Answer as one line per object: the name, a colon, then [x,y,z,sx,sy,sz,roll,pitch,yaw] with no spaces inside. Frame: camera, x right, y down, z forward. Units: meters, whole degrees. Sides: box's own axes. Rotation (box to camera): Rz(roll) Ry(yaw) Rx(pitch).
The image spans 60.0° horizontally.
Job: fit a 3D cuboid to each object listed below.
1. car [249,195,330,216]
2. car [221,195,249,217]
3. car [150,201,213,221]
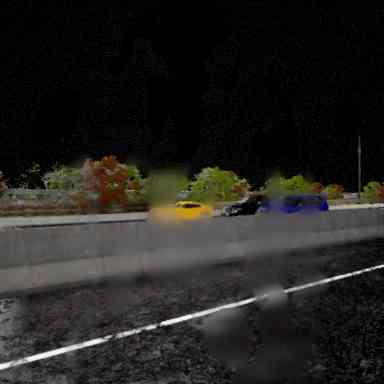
car: [6.587,1.227,21.353,5.566,2.045,2.150,0,0,-35]
car: [4.703,1.225,24.305,5.566,2.045,2.150,0,0,-35]
car: [-0.711,1.474,24.832,5.008,1.535,1.882,0,0,-35]
